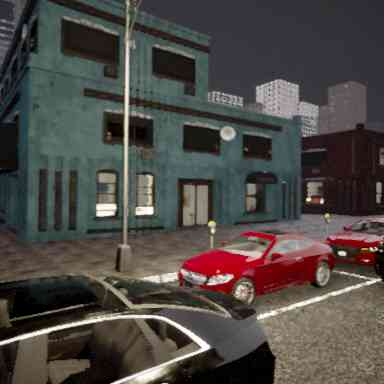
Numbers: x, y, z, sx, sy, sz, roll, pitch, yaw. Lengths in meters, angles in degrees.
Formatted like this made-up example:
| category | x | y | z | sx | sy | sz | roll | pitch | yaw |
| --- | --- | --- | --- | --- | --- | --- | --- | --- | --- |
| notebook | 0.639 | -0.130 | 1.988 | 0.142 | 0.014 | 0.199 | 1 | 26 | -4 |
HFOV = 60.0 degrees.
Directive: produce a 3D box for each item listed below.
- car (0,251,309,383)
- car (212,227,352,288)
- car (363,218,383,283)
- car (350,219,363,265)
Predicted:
| category | x | y | z | sx | sy | sz | roll | pitch | yaw |
| --- | --- | --- | --- | --- | --- | --- | --- | --- | --- |
| car | -1.504 | 1.505 | 2.297 | 4.892 | 1.490 | 1.837 | 0 | 0 | -36 |
| car | 1.655 | 1.580 | 7.728 | 4.206 | 1.307 | 1.802 | 0 | 1 | -35 |
| car | 6.776 | 1.219 | 8.199 | 5.566 | 2.045 | 2.150 | 0 | 0 | -36 |
| car | 6.198 | 1.541 | 10.969 | 4.507 | 1.381 | 1.887 | 0 | 1 | -35 |
